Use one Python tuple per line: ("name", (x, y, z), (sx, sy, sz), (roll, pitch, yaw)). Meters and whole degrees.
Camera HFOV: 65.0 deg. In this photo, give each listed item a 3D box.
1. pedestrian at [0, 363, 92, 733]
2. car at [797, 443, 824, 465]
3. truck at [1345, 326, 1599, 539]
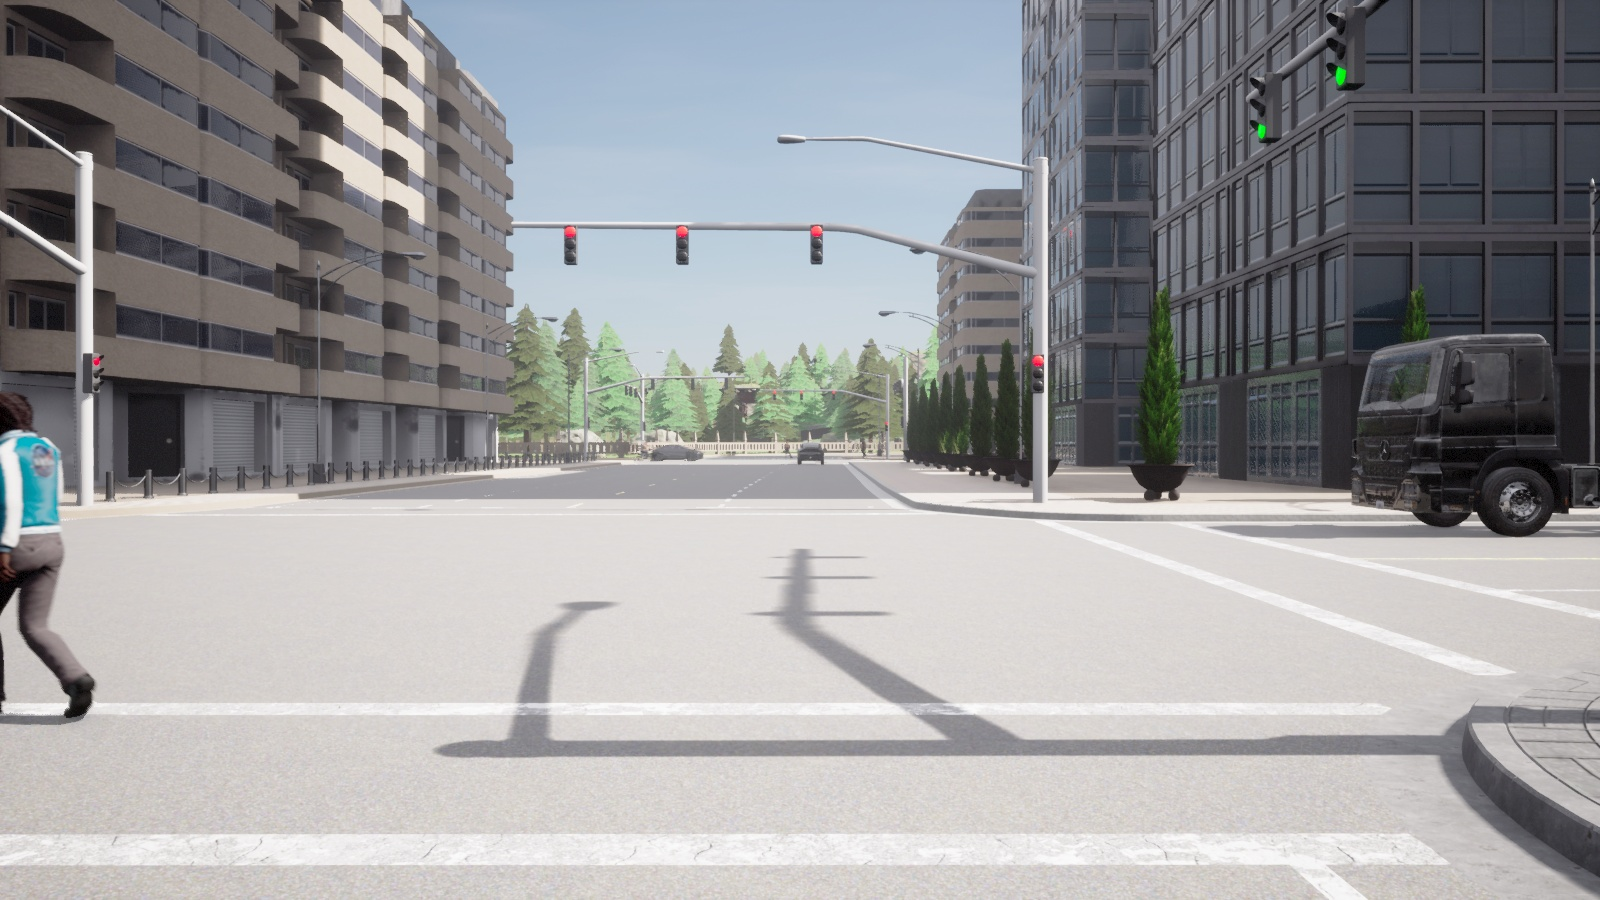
("pedestrian", (-4.294, 0.512, 6.833), (0.692, 1.930, 0.396), (0, 0, 16))
("car", (0.767, 0.258, 87.440), (1.837, 1.490, 4.892), (0, 0, 1))
("truck", (14.069, -0.292, 21.800), (7.936, 3.462, 2.891), (0, 0, 1))
